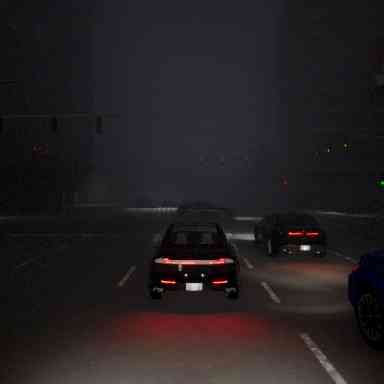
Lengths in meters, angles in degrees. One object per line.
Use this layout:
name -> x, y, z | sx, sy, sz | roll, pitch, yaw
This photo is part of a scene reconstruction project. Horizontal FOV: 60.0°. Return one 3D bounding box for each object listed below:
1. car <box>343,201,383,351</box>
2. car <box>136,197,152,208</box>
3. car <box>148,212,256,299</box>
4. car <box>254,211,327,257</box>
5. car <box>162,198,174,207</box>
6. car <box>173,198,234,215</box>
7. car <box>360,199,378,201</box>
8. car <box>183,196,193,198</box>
car -> 3.606, 1.221, 3.049 | 2.150, 2.045, 5.566 | 0, 0, 0
car -> -7.010, 1.505, 48.730 | 1.837, 1.490, 4.892 | 0, 0, 0
car -> 0.066, 1.492, 8.413 | 2.128, 1.511, 4.902 | 0, 0, 1
car -> 3.616, 1.505, 12.880 | 1.837, 1.490, 4.892 | 0, 0, 1
car -> -3.494, 1.601, 51.363 | 1.895, 1.301, 4.718 | 0, 0, 1
car -> 1.114, 1.505, 28.398 | 4.892, 1.490, 1.837 | 0, 0, 0
car -> 18.678, 1.526, 35.673 | 4.674, 1.442, 1.812 | 0, 0, 0
car -> -1.018, 1.566, 73.312 | 1.895, 1.301, 4.718 | 0, 0, -27
